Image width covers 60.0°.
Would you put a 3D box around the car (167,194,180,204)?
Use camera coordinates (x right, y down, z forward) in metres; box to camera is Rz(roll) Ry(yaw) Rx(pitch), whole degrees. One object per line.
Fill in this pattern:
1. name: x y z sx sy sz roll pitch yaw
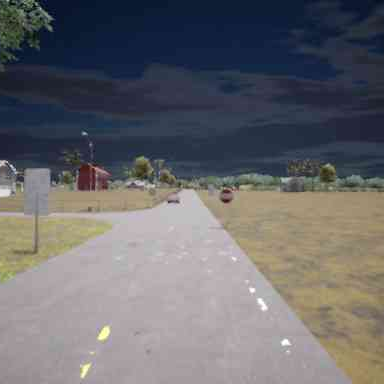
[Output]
1. car: -2.800 1.089 51.300 1.882 1.535 5.008 0 2 0
